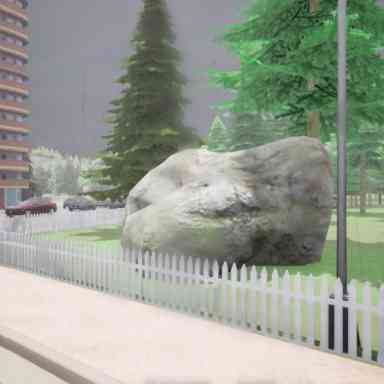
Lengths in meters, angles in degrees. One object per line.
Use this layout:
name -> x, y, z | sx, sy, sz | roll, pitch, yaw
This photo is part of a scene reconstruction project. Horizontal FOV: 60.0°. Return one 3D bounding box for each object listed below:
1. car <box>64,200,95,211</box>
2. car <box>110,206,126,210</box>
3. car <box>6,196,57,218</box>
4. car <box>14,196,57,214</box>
car -> -12.814, 1.508, 39.059 | 1.994, 1.385, 4.181 | 0, 0, 4
car -> -9.007, 1.435, 41.903 | 2.128, 1.511, 4.902 | 0, 0, 1
car -> -14.466, 1.422, 30.220 | 1.882, 1.535, 5.008 | 0, 0, 15
car -> -16.727, 1.296, 35.864 | 2.097, 1.767, 4.553 | 0, 0, 8
